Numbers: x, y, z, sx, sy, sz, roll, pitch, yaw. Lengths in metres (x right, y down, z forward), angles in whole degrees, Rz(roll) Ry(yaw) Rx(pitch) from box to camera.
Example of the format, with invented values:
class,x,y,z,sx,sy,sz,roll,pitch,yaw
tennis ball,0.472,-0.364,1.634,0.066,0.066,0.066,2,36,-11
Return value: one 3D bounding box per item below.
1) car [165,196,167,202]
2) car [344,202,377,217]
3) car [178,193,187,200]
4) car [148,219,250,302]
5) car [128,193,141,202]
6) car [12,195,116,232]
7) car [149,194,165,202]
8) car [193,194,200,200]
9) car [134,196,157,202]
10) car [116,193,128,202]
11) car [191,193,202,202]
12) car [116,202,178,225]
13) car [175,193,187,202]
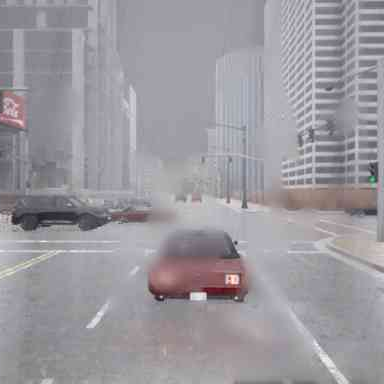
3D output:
class,x,y,z,sx,sy,sz,roll,pitch,yaw
car,-6.094,1.477,67.238,1.882,1.535,5.008,0,0,1
car,16.532,1.601,30.367,4.718,1.301,1.895,0,0,1
car,-2.338,1.184,84.000,2.097,1.767,4.553,0,0,1
car,0.211,1.601,8.239,1.895,1.301,4.718,0,0,2
car,-9.868,1.221,51.991,2.150,2.045,5.566,0,0,1
car,-7.717,1.223,19.878,5.566,2.045,2.150,0,0,1
car,-6.313,1.564,56.790,1.994,1.385,4.181,0,0,0
car,1.162,1.353,83.981,1.812,1.442,4.674,0,0,1
car,-6.460,1.601,46.788,1.895,1.301,4.718,0,0,1
car,-10.022,1.352,42.408,2.097,1.767,4.553,0,0,1
car,1.012,1.216,73.311,2.150,2.045,5.566,0,0,1
car,-3.355,1.601,23.340,4.718,1.301,1.895,0,0,1
car,-2.487,1.216,73.360,2.150,2.045,5.566,0,0,1
